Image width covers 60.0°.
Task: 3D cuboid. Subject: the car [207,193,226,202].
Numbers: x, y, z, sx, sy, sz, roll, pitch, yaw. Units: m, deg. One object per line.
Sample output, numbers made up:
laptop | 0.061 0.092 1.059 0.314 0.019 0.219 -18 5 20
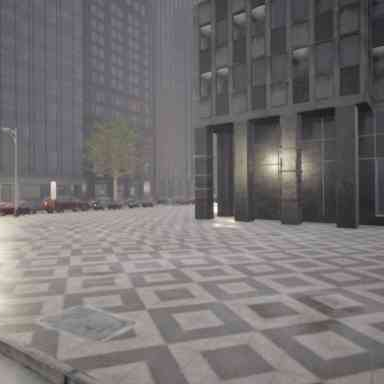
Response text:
car | 5.628 1.286 76.554 2.192 1.841 5.009 -1 0 35

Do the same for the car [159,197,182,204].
car | -3.982 1.565 62.631 1.947 1.339 4.313 -1 0 35

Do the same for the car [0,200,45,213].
car | -20.003 1.633 39.427 1.947 1.339 4.313 -1 0 35

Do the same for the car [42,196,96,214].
car | -12.992 1.283 34.582 2.192 1.841 5.009 -1 0 35

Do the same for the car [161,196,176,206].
car | -2.442 1.433 54.465 2.128 1.511 4.902 -1 0 35

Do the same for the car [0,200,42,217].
car | -16.194 1.569 29.940 1.802 1.307 4.206 -1 0 35

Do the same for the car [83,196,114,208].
car | -13.597 1.475 48.708 1.967 1.590 4.097 -1 0 35

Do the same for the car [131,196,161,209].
car | -6.583 1.502 43.860 1.947 1.339 4.313 -1 0 35

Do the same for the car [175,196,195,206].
car | -0.176 1.455 53.141 1.887 1.381 4.507 -1 0 35

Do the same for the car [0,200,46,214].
car | -18.566 1.604 36.652 1.994 1.385 4.181 -1 0 34

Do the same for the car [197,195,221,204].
car | 3.238 1.415 62.781 2.128 1.511 4.902 -1 0 35

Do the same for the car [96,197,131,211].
car | -9.786 1.517 39.221 1.947 1.339 4.313 -1 0 35

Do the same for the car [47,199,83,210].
car | -16.799 1.633 44.067 1.802 1.307 4.206 -1 0 35

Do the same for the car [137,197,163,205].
car | -7.284 1.535 57.849 1.752 1.417 4.829 -1 0 35

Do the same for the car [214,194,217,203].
car | 3.026 1.215 57.782 2.192 1.841 5.009 -1 0 35

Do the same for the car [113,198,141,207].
car | -10.391 1.603 53.349 1.802 1.307 4.206 -1 0 35

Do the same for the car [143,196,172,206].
car | -5.677 1.457 55.242 1.882 1.535 5.008 -1 -1 35
